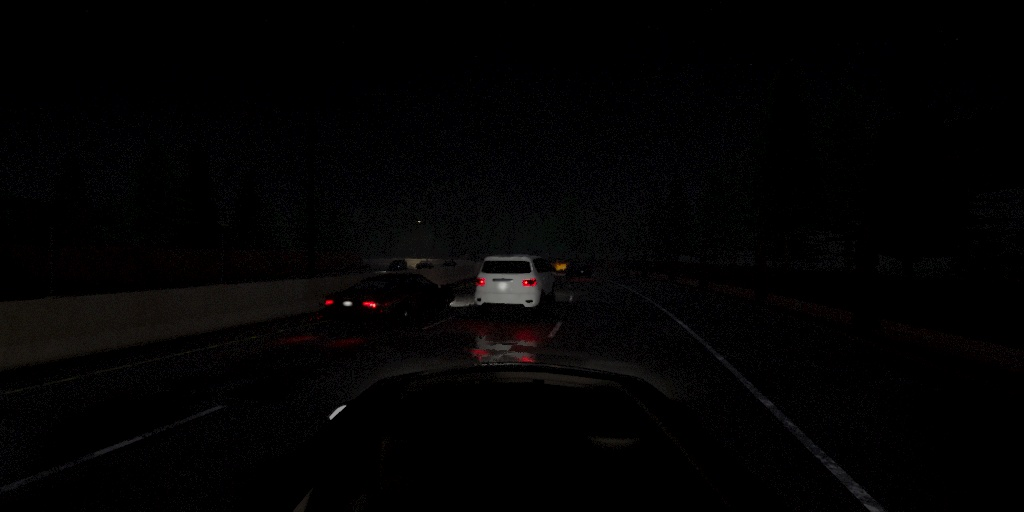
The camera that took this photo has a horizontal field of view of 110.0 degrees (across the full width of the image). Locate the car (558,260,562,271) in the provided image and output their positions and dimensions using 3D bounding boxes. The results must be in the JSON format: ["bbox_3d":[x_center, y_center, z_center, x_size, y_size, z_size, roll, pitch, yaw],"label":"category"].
[{"bbox_3d":[6.005,1.227,44.824,1.882,1.535,5.008,0,0,-4],"label":"car"}]

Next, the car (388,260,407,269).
[{"bbox_3d":[-15.424,1.257,48.545,1.837,1.490,4.892,0,-1,-7],"label":"car"}]

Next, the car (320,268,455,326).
[{"bbox_3d":[-3.699,1.297,11.809,2.033,1.411,5.357,0,0,14],"label":"car"}]

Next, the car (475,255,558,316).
[{"bbox_3d":[0.304,0.973,13.672,2.150,2.045,5.566,0,0,13],"label":"car"}]

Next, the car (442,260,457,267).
[{"bbox_3d":[-8.382,1.297,48.420,2.033,1.411,5.357,0,0,-6],"label":"car"}]

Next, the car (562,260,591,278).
[{"bbox_3d":[6.252,1.227,34.147,1.882,1.535,5.008,0,0,1],"label":"car"}]

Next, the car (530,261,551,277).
[{"bbox_3d":[2.826,1.252,36.545,1.837,1.490,4.892,0,-1,0],"label":"car"}]

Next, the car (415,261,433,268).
[{"bbox_3d":[-11.946,1.351,48.934,1.895,1.301,4.718,0,0,-6],"label":"car"}]
